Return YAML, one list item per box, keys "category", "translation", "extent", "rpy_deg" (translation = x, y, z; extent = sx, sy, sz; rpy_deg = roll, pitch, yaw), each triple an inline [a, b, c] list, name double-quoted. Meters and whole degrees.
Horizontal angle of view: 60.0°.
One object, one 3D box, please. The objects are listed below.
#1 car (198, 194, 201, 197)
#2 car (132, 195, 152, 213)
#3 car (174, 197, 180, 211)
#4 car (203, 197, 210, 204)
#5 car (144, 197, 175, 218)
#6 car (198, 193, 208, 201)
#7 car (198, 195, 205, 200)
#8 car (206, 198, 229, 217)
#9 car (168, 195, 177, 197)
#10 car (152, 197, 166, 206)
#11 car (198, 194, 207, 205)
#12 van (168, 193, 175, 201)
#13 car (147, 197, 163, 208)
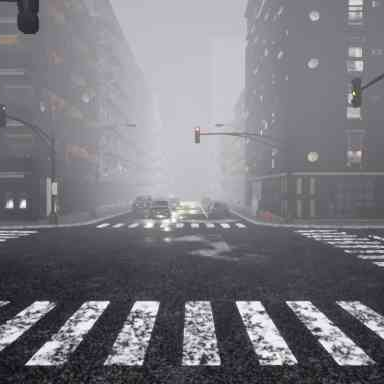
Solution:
- category: "car"
  translation: [2.570, 1.552, 75.778]
  extent: [1.802, 1.307, 4.206]
  rpy_deg: [-1, 0, 0]
- category: "car"
  translation: [-5.322, 1.304, 37.064]
  extent: [2.192, 1.841, 5.009]
  rpy_deg: [-1, 0, 0]
- category: "car"
  translation: [-2.831, 1.588, 40.297]
  extent: [1.895, 1.301, 4.718]
  rpy_deg: [0, 0, 0]
- category: "car"
  translation: [2.562, 1.539, 37.003]
  extent: [2.008, 1.369, 4.403]
  rpy_deg: [-1, 0, 0]
- category: "car"
  translation: [-2.836, 1.496, 30.197]
  extent: [1.837, 1.490, 4.892]
  rpy_deg: [0, 0, 0]
- category: "car"
  translation: [2.567, 1.282, 81.317]
  extent: [2.192, 1.841, 5.009]
  rpy_deg: [-1, 0, 0]
- category: "car"
  translation: [2.573, 1.541, 92.395]
  extent: [1.802, 1.307, 4.206]
  rpy_deg: [-1, 0, 0]
- category: "car"
  translation: [2.561, 1.573, 31.464]
  extent: [1.802, 1.307, 4.206]
  rpy_deg: [-1, 0, 0]
- category: "car"
  translation: [-2.764, 1.530, 50.948]
  extent: [2.033, 1.411, 5.357]
  rpy_deg: [0, 0, 1]
- category: "car"
  translation: [-5.315, 1.564, 53.676]
  extent: [1.802, 1.307, 4.206]
  rpy_deg: [-1, 0, 0]
- category: "car"
  translation: [2.566, 1.524, 59.160]
  extent: [1.887, 1.381, 4.507]
  rpy_deg: [-1, 0, 0]
- category: "van"
  translation: [-5.311, 1.304, 86.899]
  extent: [1.690, 1.788, 3.998]
  rpy_deg: [-1, 0, 0]
- category: "car"
  translation: [-5.317, 1.509, 47.968]
  extent: [1.752, 1.417, 4.829]
  rpy_deg: [-1, 0, 0]
